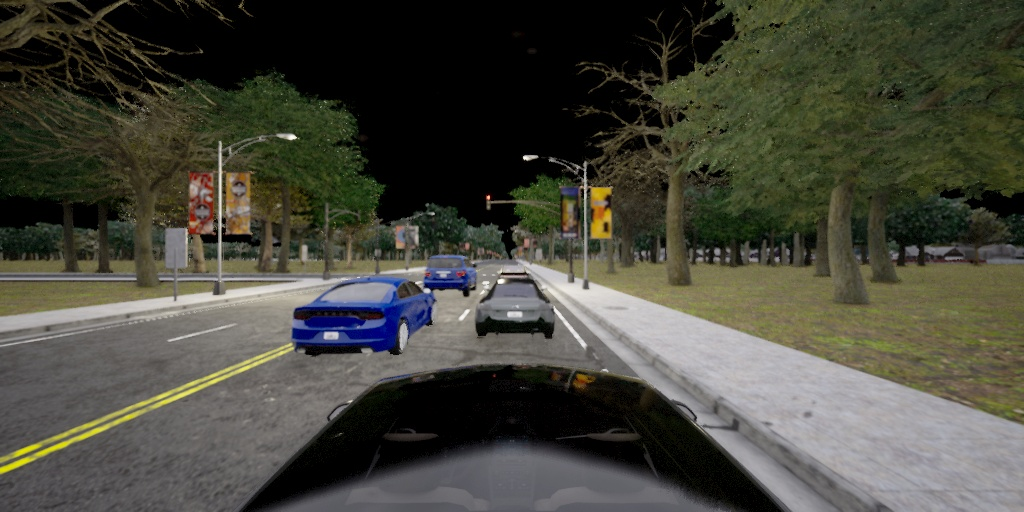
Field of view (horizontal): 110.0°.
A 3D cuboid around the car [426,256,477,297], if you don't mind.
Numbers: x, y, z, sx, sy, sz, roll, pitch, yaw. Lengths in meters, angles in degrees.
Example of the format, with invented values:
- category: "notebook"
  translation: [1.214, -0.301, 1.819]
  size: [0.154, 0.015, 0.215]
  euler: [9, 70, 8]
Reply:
- category: "car"
  translation: [-3.156, 0.995, 19.186]
  size: [2.150, 2.045, 5.566]
  euler: [0, 0, 0]

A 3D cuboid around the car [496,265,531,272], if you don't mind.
- category: "car"
  translation: [0.094, 1.267, 20.928]
  size: [2.128, 1.511, 4.902]
  euler: [0, 0, 0]

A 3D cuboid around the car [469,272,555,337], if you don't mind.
- category: "car"
  translation: [0.092, 1.325, 10.315]
  size: [1.994, 1.385, 4.181]
  euler: [0, 0, 1]

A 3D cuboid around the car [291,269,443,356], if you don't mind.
- category: "car"
  translation: [-3.151, 1.236, 8.698]
  size: [1.882, 1.535, 5.008]
  euler: [0, 0, 0]
